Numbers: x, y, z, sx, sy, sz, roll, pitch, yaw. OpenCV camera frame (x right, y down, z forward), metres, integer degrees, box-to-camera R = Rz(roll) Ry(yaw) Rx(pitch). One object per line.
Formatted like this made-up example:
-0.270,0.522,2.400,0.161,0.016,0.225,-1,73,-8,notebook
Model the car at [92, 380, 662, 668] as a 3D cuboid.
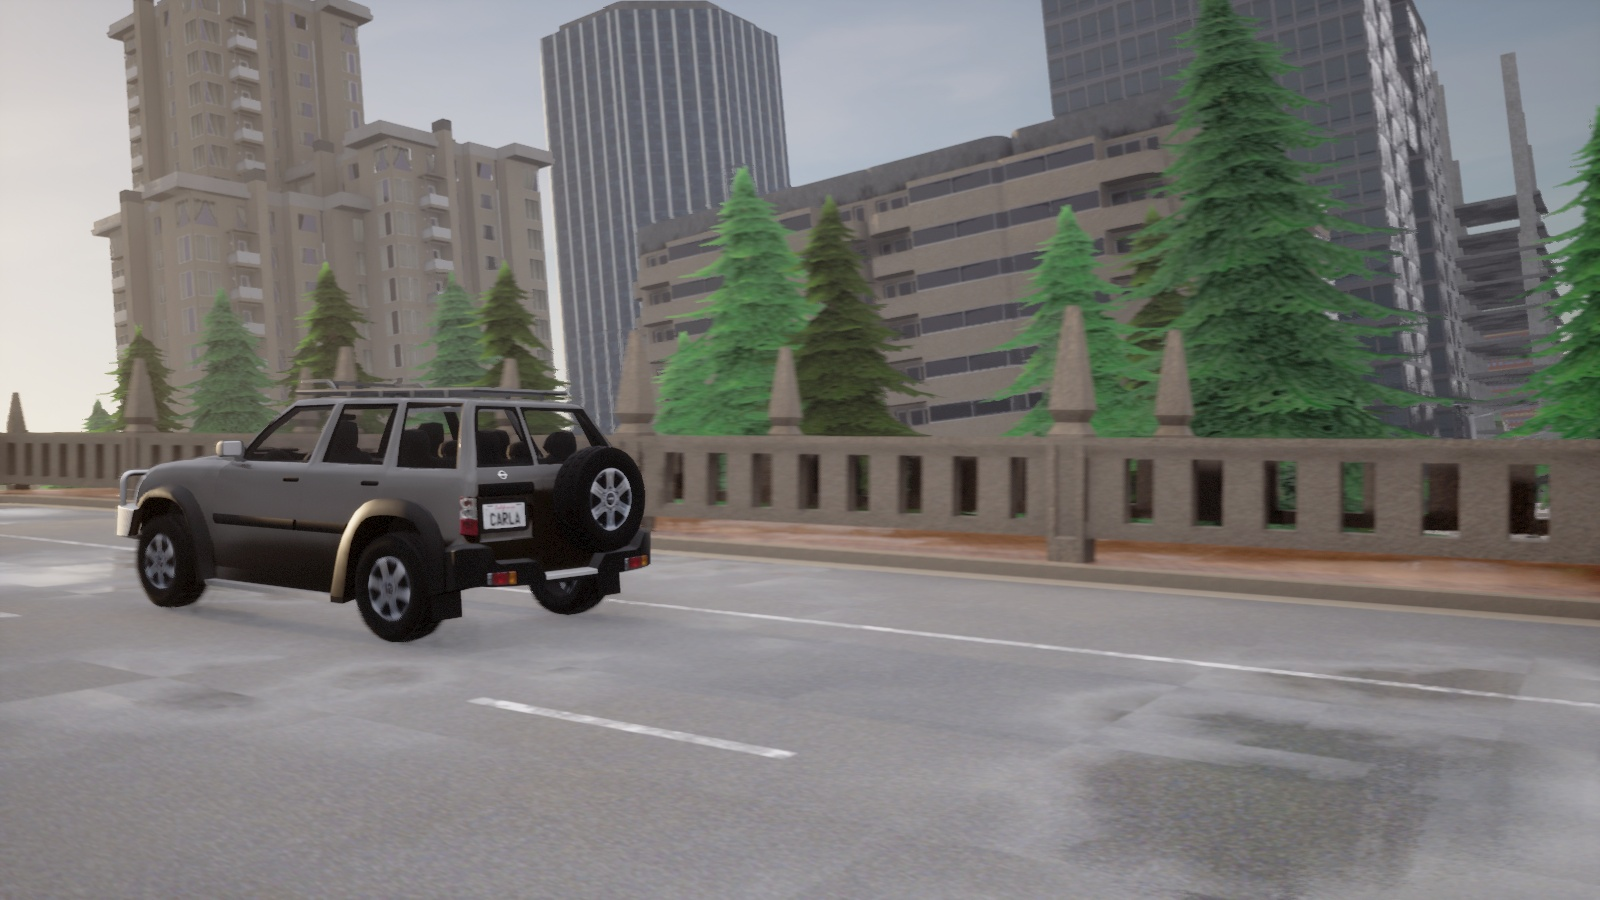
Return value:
-3.528,0.458,10.166,4.605,1.855,1.932,0,1,34,car
